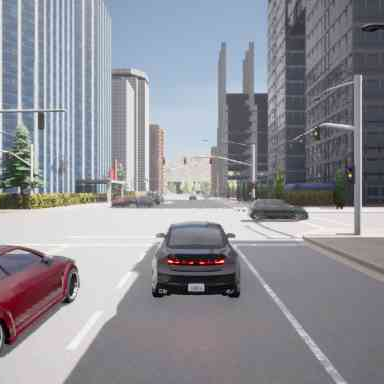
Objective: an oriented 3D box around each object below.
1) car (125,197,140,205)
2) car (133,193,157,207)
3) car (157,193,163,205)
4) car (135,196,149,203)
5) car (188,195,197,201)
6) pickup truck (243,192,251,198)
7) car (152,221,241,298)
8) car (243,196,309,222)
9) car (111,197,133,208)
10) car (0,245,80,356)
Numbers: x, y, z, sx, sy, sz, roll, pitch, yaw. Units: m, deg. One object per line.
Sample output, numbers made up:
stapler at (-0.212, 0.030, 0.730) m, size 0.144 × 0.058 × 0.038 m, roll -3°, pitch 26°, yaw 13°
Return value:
car at (-10.451, 1.564, 58.857) m, size 1.994 × 1.385 × 4.181 m, roll 0°, pitch 0°, yaw 0°
car at (-6.980, 1.352, 49.674) m, size 2.097 × 1.767 × 4.553 m, roll 0°, pitch 0°, yaw 0°
car at (-6.947, 1.221, 59.514) m, size 2.150 × 2.045 × 5.566 m, roll 0°, pitch 0°, yaw 1°
car at (-10.357, 1.525, 69.018) m, size 2.128 × 1.511 × 4.902 m, roll 0°, pitch 0°, yaw 0°
car at (0.180, 1.524, 86.667) m, size 1.812 × 1.442 × 4.674 m, roll 0°, pitch 0°, yaw 0°
pickup truck at (13.272, 1.059, 72.747) m, size 2.390 × 2.098 × 6.274 m, roll 0°, pitch 0°, yaw 31°
car at (0.095, 1.505, 8.523) m, size 1.837 × 1.490 × 4.892 m, roll 0°, pitch 0°, yaw 0°
car at (6.591, 1.352, 25.723) m, size 4.553 × 1.767 × 2.097 m, roll 0°, pitch 0°, yaw 1°
car at (-10.482, 1.478, 48.873) m, size 1.882 × 1.535 × 5.008 m, roll 0°, pitch 0°, yaw 0°
car at (-3.427, 1.564, 5.565) m, size 1.994 × 1.385 × 4.181 m, roll 0°, pitch 0°, yaw 1°
